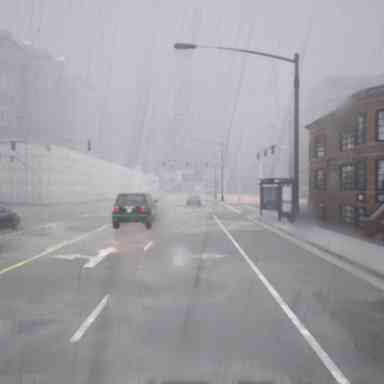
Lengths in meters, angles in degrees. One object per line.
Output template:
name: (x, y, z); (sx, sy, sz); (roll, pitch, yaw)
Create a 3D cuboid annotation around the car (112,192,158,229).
car: (-3.351, 1.029, 20.273); (2.150, 2.045, 5.566); (0, 1, -1)

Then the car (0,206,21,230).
car: (-10.539, 1.398, 16.897); (1.994, 1.385, 4.181); (0, 1, 0)

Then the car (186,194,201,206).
car: (0.208, 1.073, 44.954); (2.128, 1.511, 4.902); (0, 1, 0)
